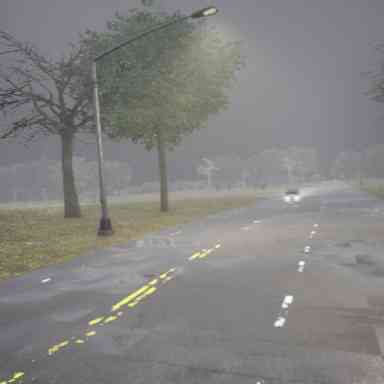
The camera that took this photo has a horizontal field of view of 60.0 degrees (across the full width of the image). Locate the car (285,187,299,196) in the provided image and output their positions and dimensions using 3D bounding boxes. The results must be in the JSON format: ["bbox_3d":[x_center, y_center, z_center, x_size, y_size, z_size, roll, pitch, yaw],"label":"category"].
[{"bbox_3d":[16.547,-0.066,54.840,1.895,1.301,4.718,-4,2,23],"label":"car"}]
